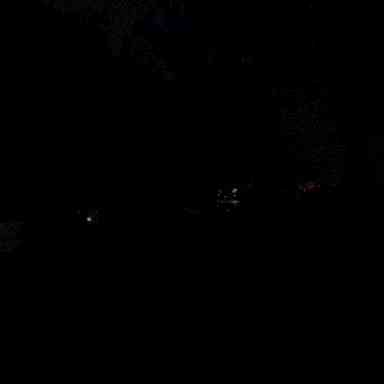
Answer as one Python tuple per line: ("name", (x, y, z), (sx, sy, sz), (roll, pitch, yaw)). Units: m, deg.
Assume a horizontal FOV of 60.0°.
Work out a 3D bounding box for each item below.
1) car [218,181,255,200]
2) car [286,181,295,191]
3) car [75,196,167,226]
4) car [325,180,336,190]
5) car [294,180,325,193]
("car", (4.415, -0.227, 32.651), (2.097, 1.767, 4.553), (1, 3, 36))
("car", (14.794, -0.808, 47.092), (1.994, 1.385, 4.181), (1, 3, 33))
("car", (-3.373, 0.847, 16.892), (1.895, 1.301, 4.718), (1, 3, 36))
("car", (20.472, -1.096, 50.365), (2.033, 1.411, 5.357), (1, 3, 32))
("car", (14.825, -0.621, 41.740), (1.812, 1.442, 4.674), (1, 3, 35))
